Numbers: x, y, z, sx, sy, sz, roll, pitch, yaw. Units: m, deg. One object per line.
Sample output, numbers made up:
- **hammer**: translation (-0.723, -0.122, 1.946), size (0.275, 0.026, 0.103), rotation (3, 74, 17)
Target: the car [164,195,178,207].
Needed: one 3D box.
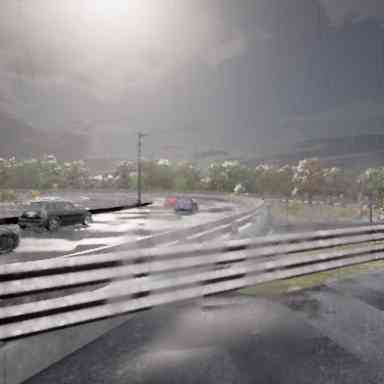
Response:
- **car**: translation (-2.600, 1.235, 47.424), size (2.097, 1.767, 4.553), rotation (0, 0, 5)

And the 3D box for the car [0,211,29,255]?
- **car**: translation (-7.934, 1.521, 10.940), size (1.994, 1.385, 4.181), rotation (0, 0, 24)

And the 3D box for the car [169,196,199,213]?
- **car**: translation (-0.549, 1.463, 35.170), size (2.033, 1.411, 5.357), rotation (0, 0, 10)

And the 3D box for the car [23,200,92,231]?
- **car**: translation (-8.101, 1.287, 20.217), size (2.097, 1.767, 4.553), rotation (0, 0, 19)
